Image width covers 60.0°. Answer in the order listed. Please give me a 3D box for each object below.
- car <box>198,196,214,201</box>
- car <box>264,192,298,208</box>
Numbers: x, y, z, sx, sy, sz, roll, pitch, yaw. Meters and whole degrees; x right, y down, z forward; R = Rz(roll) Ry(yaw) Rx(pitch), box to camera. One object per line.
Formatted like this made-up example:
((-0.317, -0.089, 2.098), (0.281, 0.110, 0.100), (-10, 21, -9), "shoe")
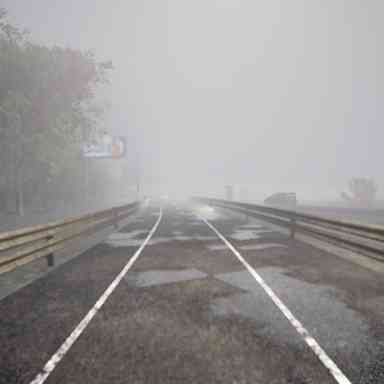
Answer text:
((2.965, 1.526, 71.952), (1.895, 1.301, 4.718), (0, 0, -20), "car")
((12.385, 1.070, 46.633), (2.150, 2.045, 5.566), (0, 0, -20), "car")
